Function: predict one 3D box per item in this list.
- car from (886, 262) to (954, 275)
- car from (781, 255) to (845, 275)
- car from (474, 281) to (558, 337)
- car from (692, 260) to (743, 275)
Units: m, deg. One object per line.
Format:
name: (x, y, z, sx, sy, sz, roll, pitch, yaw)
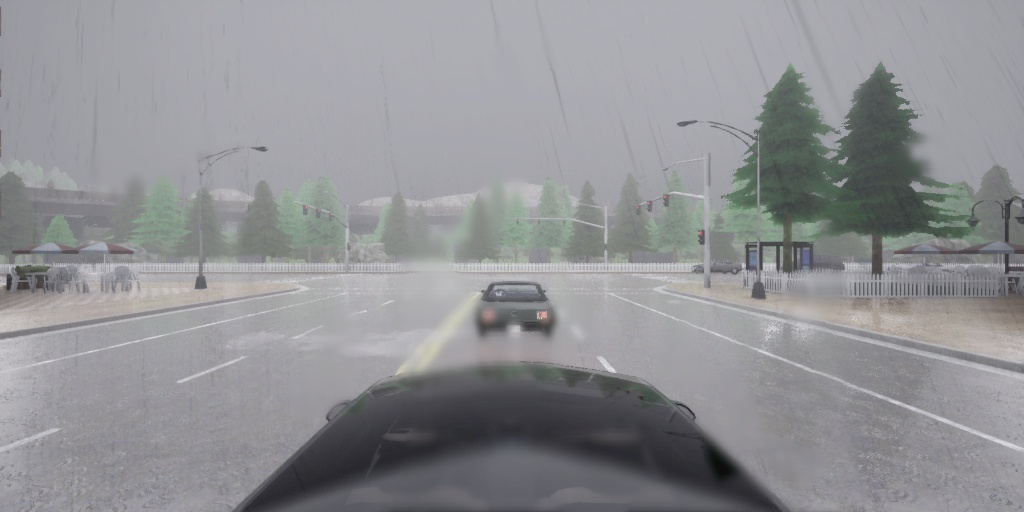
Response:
car: (41.808, 1.295, 36.746, 4.718, 1.301, 1.895, 0, 0, 10)
car: (31.523, 0.916, 37.585, 5.566, 2.045, 2.150, 0, 0, 1)
car: (0.074, 1.351, 10.216, 1.895, 1.301, 4.718, 0, 0, 0)
car: (21.489, 1.186, 37.649, 4.902, 1.511, 2.128, 0, 0, 0)
